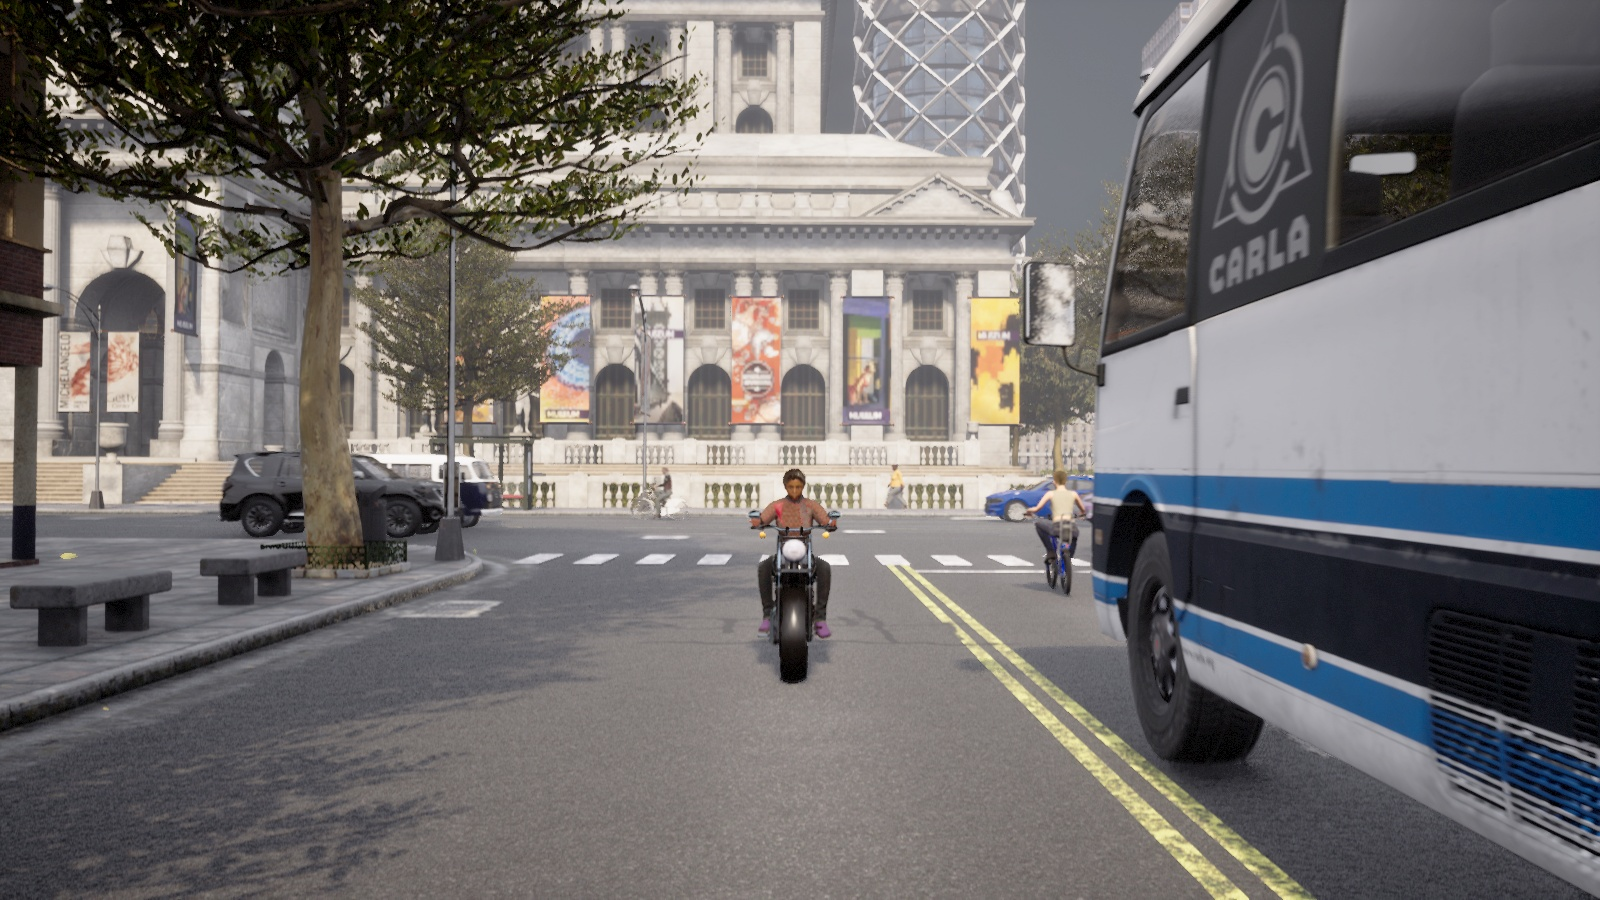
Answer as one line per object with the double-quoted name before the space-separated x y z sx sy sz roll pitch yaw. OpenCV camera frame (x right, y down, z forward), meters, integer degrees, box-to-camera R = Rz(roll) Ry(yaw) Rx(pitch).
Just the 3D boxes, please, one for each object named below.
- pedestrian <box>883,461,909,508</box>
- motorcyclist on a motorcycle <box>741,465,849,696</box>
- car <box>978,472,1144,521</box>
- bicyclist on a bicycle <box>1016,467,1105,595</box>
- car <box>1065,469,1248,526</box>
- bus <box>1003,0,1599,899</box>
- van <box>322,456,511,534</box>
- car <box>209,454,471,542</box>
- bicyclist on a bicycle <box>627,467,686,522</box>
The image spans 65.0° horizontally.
"pedestrian" 3.783 1.369 49.748 0.900 1.855 0.874 0 -1 -4
"motorcyclist on a motorcycle" -0.039 0.954 10.177 0.766 1.649 2.350 0 -1 0
"car" 8.448 1.510 40.950 5.008 1.535 1.882 0 -1 0
"bicyclist on a bicycle" 3.433 1.046 16.703 0.866 1.612 1.509 0 -1 0
"car" 10.563 1.390 37.448 4.856 1.649 2.033 0 -1 0
"bus" 3.473 -0.500 3.967 3.944 4.253 10.273 0 -1 0
"van" -10.311 1.204 33.993 4.480 2.038 2.069 0 -1 0
"car" -11.043 1.138 30.457 5.566 2.045 2.150 0 -1 1
"bicyclist on a bicycle" -4.671 1.457 40.984 1.843 1.776 0.659 0 -1 0
